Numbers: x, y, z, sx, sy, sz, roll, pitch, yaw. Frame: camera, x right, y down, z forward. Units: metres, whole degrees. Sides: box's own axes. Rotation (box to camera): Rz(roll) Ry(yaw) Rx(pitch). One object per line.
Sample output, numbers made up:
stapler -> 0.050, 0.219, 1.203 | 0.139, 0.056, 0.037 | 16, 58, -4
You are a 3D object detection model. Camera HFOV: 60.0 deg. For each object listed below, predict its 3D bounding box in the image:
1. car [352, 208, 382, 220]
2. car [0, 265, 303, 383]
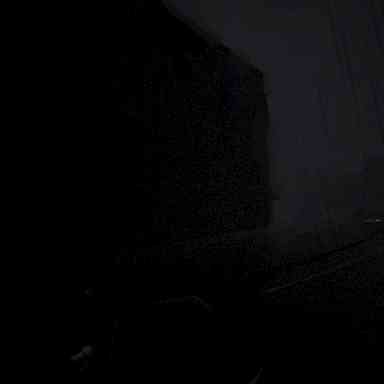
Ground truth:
car -> 21.473, 2.635, 41.078 | 2.033, 1.411, 5.357 | -1, -3, 9
car -> -0.956, 1.610, 3.525 | 4.718, 1.301, 1.895 | 0, 0, -38
